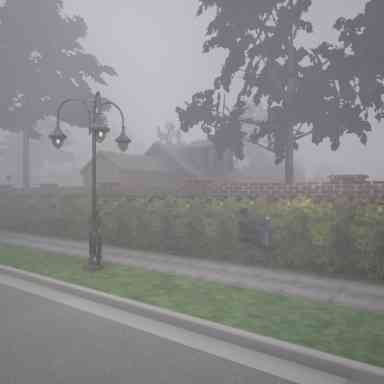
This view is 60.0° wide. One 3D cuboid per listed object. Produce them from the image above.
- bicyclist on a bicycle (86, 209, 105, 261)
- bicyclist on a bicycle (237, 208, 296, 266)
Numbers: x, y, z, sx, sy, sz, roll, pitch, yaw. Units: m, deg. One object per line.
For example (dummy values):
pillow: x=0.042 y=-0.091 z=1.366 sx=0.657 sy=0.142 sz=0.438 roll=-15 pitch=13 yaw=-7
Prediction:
bicyclist on a bicycle: x=-2.861 y=1.336 z=9.825 sx=0.582 sy=1.620 sz=1.656 roll=0 pitch=-4 yaw=-11
bicyclist on a bicycle: x=1.833 y=1.196 z=9.247 sx=1.656 sy=1.620 sz=0.582 roll=-43 pitch=-5 yaw=27
